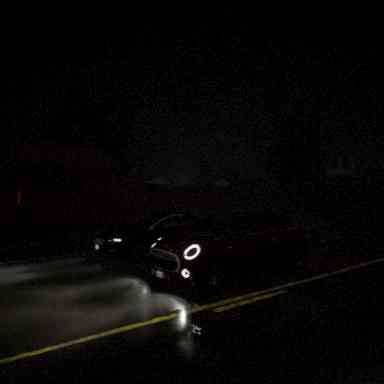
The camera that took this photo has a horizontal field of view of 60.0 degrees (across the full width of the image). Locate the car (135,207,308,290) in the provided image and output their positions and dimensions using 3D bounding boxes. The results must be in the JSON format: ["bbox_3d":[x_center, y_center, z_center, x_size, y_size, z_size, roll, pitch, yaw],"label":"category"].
[{"bbox_3d":[1.069,1.297,9.052,4.553,1.767,2.097,-1,0,-36],"label":"car"}]

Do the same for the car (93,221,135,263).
[{"bbox_3d":[-0.986,1.436,11.886,4.902,1.511,2.128,-1,0,-35],"label":"car"}]
